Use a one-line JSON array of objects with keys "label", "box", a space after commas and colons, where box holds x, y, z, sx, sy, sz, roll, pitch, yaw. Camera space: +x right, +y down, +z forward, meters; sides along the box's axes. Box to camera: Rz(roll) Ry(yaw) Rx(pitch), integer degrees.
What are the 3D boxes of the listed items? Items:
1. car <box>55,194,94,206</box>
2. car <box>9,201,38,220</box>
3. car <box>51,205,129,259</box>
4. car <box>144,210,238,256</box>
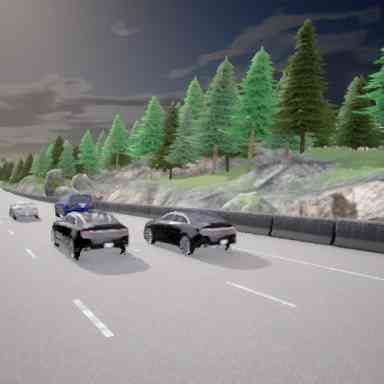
[{"label": "car", "box": [-9.974, 1.181, 27.989, 2.150, 2.045, 5.566, 0, 0, -34]}, {"label": "car", "box": [-14.194, 1.477, 28.015, 1.812, 1.442, 4.674, 0, 0, -34]}, {"label": "car", "box": [-3.995, 1.473, 12.630, 2.128, 1.511, 4.902, 0, 0, -34]}, {"label": "car", "box": [-0.255, 1.479, 13.323, 2.128, 1.511, 4.902, 0, 0, -34]}]
